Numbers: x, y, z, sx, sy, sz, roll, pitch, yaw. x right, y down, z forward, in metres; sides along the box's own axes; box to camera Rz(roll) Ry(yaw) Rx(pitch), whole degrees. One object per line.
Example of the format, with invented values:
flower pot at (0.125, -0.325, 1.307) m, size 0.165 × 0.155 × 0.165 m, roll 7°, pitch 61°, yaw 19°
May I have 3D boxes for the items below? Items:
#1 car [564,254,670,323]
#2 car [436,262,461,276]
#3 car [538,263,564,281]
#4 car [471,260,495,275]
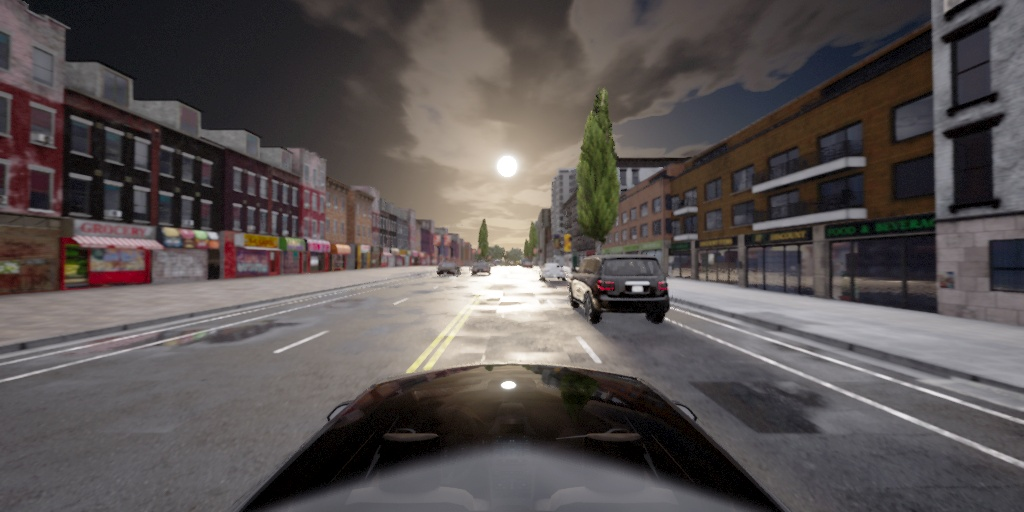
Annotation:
car at (3.346, 0.967, 12.241) m, size 2.150 × 2.045 × 5.566 m, roll 0°, pitch 0°, yaw 0°
car at (-6.600, 1.388, 38.053) m, size 2.033 × 1.411 × 5.357 m, roll 0°, pitch 0°, yaw 0°
car at (3.341, 1.321, 30.135) m, size 1.812 × 1.442 × 4.674 m, roll 0°, pitch 0°, yaw 0°
car at (-3.345, 1.418, 39.910) m, size 1.994 × 1.385 × 4.181 m, roll 0°, pitch 0°, yaw 0°
